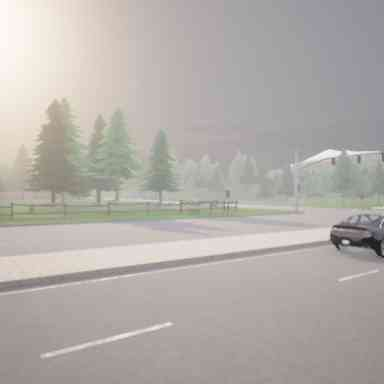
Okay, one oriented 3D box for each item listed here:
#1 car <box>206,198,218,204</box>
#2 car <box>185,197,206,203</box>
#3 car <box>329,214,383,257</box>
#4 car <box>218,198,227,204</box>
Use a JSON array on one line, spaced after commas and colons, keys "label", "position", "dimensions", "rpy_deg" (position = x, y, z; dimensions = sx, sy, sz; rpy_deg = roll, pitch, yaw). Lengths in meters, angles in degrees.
[{"label": "car", "position": [3.328, 2.111, 77.219], "dimensions": [1.895, 1.301, 4.718], "rpy_deg": [1, 0, -35]}, {"label": "car", "position": [0.438, 1.956, 75.248], "dimensions": [1.882, 1.535, 5.008], "rpy_deg": [1, 0, -35]}, {"label": "car", "position": [7.614, 1.645, 13.563], "dimensions": [4.902, 1.511, 2.128], "rpy_deg": [1, 0, -35]}, {"label": "car", "position": [6.187, 2.094, 79.239], "dimensions": [2.033, 1.411, 5.357], "rpy_deg": [1, 0, -35]}]
